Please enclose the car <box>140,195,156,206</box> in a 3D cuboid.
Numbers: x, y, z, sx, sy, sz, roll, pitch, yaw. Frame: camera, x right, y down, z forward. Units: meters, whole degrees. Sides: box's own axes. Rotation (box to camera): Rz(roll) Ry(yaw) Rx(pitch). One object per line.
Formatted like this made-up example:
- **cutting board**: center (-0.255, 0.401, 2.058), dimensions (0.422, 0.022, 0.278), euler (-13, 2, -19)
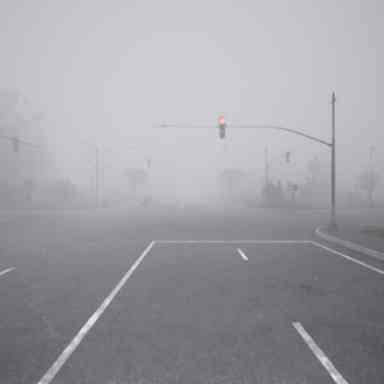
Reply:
- **car**: center (-6.767, 1.197, 51.646), dimensions (2.097, 1.767, 4.553), euler (0, 0, 0)
